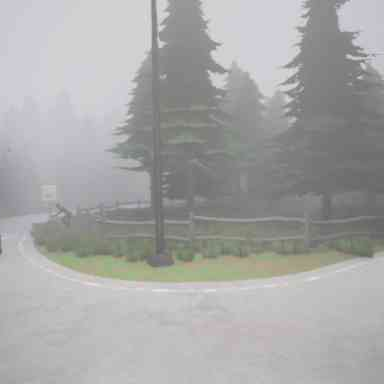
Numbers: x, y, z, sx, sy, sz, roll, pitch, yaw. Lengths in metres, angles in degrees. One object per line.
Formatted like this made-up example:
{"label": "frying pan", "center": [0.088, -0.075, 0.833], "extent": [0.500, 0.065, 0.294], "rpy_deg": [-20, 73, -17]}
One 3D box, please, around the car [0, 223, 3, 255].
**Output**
{"label": "car", "center": [-8.331, 1.606, 12.671], "extent": [2.033, 1.411, 5.357], "rpy_deg": [-2, 1, -32]}

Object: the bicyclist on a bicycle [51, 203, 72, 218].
{"label": "bicyclist on a bicycle", "center": [-6.959, 1.415, 17.776], "extent": [1.656, 1.620, 0.582], "rpy_deg": [-2, 1, -19]}
